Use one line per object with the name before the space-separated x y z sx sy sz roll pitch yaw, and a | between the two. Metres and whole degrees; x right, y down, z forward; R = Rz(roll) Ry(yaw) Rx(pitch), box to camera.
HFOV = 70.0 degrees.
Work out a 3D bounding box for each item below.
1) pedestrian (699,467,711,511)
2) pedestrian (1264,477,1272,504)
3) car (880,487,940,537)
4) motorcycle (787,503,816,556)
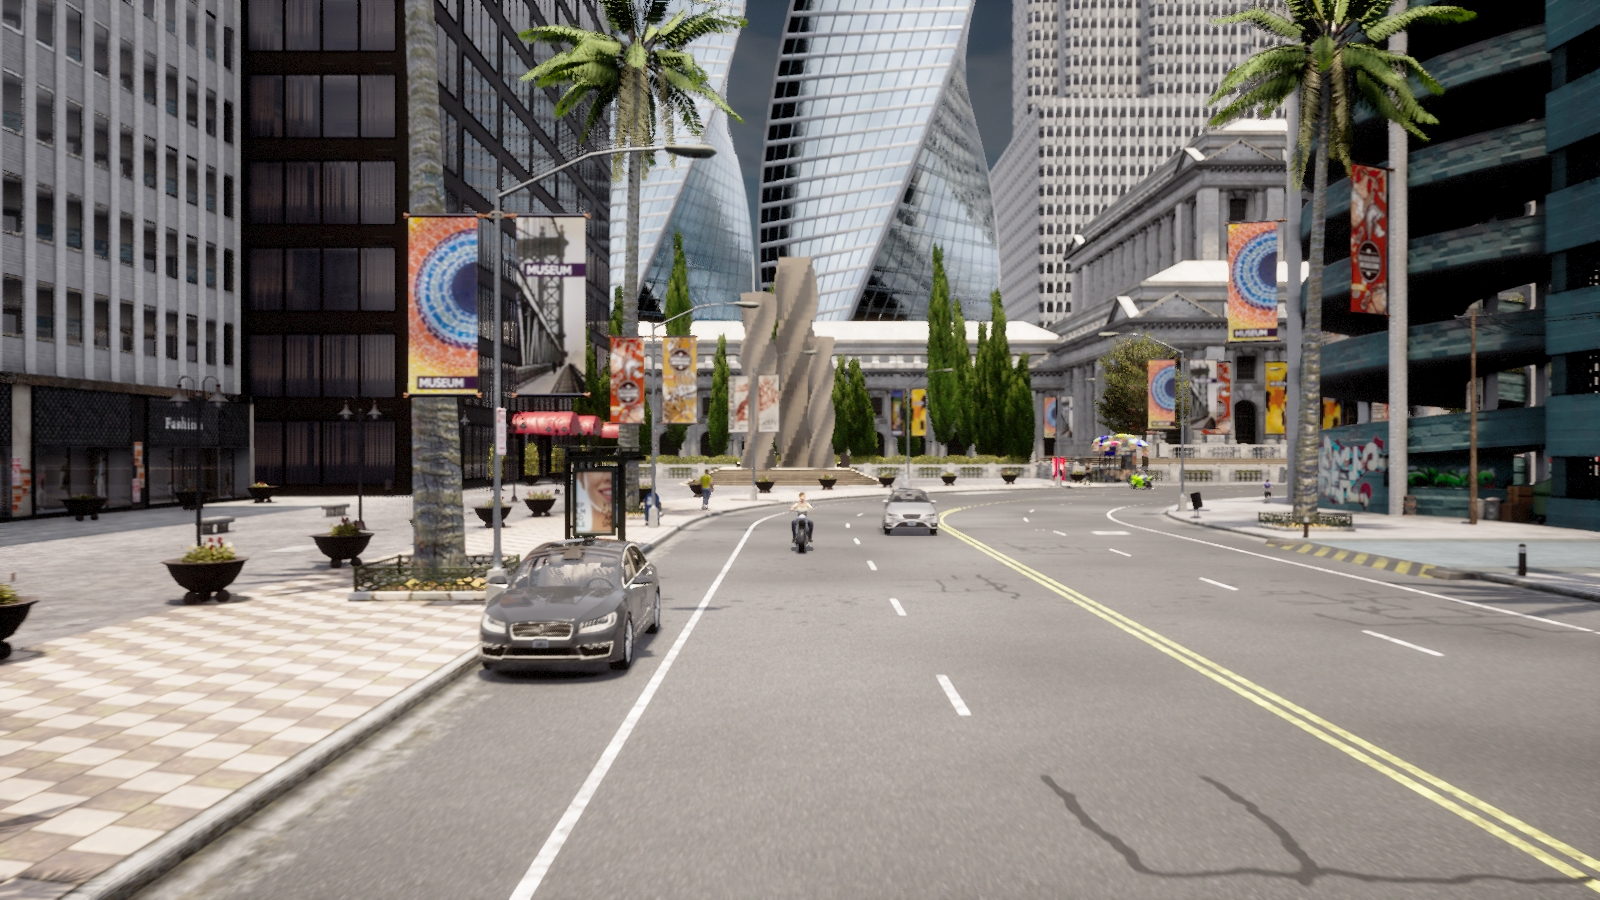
pedestrian | -4.131 1.696 49.811 0.375 1.860 0.375 0 0 21
pedestrian | 23.067 1.976 56.320 0.375 1.300 0.375 0 0 26
car | 3.695 2.065 38.862 1.816 1.474 4.193 0 0 3
motorcycle | 0.061 2.170 31.537 0.764 1.277 2.356 0 0 1
